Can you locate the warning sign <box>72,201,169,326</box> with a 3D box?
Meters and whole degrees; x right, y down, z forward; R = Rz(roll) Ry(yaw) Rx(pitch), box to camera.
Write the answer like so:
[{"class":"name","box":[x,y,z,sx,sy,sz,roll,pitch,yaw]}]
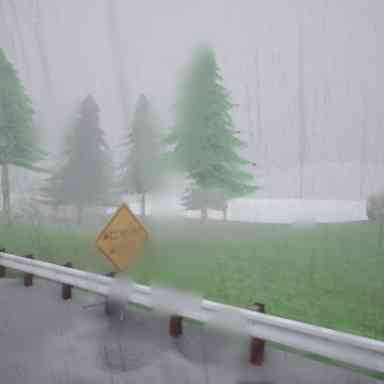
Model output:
[{"class":"warning sign","box":[-1.239,1.114,5.903,1.060,1.860,1.300,0,0,37]}]
